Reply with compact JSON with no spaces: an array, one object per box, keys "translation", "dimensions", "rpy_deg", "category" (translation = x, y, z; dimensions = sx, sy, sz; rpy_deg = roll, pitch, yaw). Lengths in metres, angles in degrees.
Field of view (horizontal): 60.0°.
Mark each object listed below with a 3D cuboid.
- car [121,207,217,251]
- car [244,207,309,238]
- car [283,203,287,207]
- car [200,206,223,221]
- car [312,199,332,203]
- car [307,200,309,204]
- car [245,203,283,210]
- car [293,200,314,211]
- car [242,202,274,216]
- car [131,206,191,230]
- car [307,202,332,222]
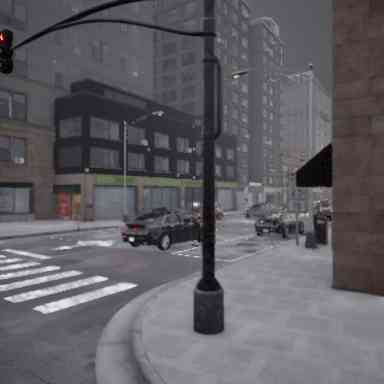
[{"translation":[-1.006,1.633,15.047],"dimensions":[1.837,1.490,4.892],"rpy_deg":[0,-1,35],"category":"car"},{"translation":[4.948,1.736,18.648],"dimensions":[2.008,1.369,4.403],"rpy_deg":[0,-1,35],"category":"car"},{"translation":[14.025,2.043,46.788],"dimensions":[1.947,1.339,4.313],"rpy_deg":[-1,-1,35],"category":"car"},{"translation":[1.153,1.825,28.154],"dimensions":[1.802,1.307,4.206],"rpy_deg":[0,-1,35],"category":"car"},{"translation":[16.410,1.934,40.168],"dimensions":[1.837,1.490,4.892],"rpy_deg":[0,-1,35],"category":"car"},{"translation":[16.532,2.012,45.713],"dimensions":[1.812,1.442,4.674],"rpy_deg":[0,-1,35],"category":"car"},{"translation":[6.652,1.803,31.578],"dimensions":[1.837,1.490,4.892],"rpy_deg":[0,0,35],"category":"car"},{"translation":[17.243,1.983,51.449],"dimensions":[1.967,1.590,4.097],"rpy_deg":[-1,-1,35],"category":"car"},{"translation":[7.494,1.878,37.331],"dimensions":[1.752,1.417,4.829],"rpy_deg":[-1,-1,35],"category":"car"},{"translation":[-2.065,1.756,23.495],"dimensions":[1.947,1.339,4.313],"rpy_deg":[0,-1,35],"category":"car"},{"translation":[11.384,1.837,27.965],"dimensions":[1.887,1.381,4.507],"rpy_deg":[-1,-1,35],"category":"car"}]
